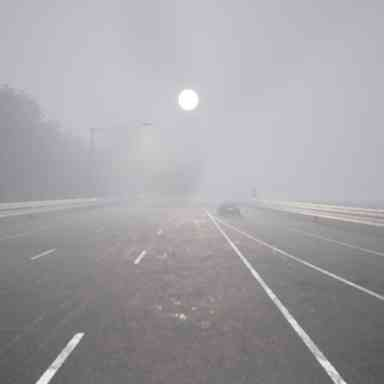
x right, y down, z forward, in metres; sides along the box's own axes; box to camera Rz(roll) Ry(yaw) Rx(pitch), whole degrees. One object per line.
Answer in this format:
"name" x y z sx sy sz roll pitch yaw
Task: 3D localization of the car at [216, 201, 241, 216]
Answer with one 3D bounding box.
"car" 3.612 1.594 33.455 1.994 1.385 4.181 0 0 -2
